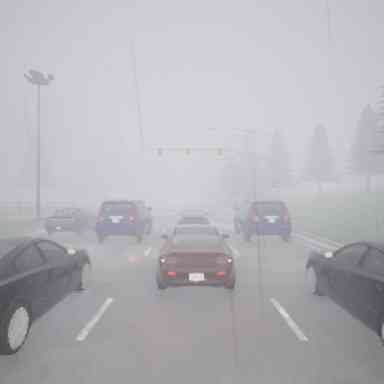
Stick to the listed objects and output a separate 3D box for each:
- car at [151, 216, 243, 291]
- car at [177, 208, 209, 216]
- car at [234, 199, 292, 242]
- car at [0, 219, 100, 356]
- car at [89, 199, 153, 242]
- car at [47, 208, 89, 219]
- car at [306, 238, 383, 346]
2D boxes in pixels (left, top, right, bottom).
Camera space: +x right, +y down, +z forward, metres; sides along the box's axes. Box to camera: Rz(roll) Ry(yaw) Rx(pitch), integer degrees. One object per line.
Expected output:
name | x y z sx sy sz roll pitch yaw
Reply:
car | 0.091 1.615 9.174 1.812 1.442 4.674 0 -1 0
car | 0.082 1.720 20.229 1.812 1.442 4.674 0 0 0
car | 3.583 1.395 17.656 2.150 2.045 5.566 0 0 0
car | -3.406 1.538 6.162 1.882 1.535 5.008 0 0 0
car | -3.417 1.394 17.583 2.150 2.045 5.566 0 0 0
car | -6.919 1.681 19.681 2.128 1.511 4.902 0 0 0
car | 3.594 1.534 5.803 1.882 1.535 5.008 0 0 0
